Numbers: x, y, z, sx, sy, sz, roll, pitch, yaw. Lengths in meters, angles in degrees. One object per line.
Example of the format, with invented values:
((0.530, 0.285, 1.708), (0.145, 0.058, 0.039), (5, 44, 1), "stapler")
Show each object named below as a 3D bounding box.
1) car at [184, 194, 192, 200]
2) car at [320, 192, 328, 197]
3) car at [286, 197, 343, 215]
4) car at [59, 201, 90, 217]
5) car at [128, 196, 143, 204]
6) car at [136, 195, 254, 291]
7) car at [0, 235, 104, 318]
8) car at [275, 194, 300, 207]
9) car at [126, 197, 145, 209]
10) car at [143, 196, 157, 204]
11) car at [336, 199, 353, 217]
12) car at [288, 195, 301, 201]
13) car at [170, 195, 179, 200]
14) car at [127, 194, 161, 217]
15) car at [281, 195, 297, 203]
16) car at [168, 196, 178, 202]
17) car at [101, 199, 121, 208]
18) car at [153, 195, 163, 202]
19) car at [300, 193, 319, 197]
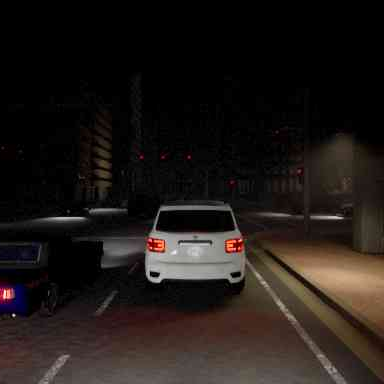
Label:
((-0.962, 1.303, 85.852), (1.882, 1.535, 5.008), (0, 0, 0), "car")
((30.174, 1.153, 79.723), (1.932, 1.855, 4.605), (0, 0, 0), "car")
((12.305, 1.505, 32.918), (4.892, 1.490, 1.837), (0, 0, 0), "car")
((-11.087, 1.564, 31.563), (1.994, 1.385, 4.181), (0, 0, -3), "car")
((-11.393, 1.547, 67.124), (2.033, 1.411, 5.357), (0, 0, 0), "car")
((0.096, 1.221, 9.126), (2.150, 2.045, 5.566), (0, 0, 1), "car")
((-3.417, 1.601, 7.376), (1.895, 1.301, 4.718), (0, 0, 1), "car")
((13.251, 1.153, 47.147), (1.932, 1.855, 4.605), (0, 0, 0), "car")
((-7.894, 1.477, 46.853), (1.882, 1.535, 5.008), (0, 0, 0), "car")
((-7.917, 1.477, 63.250), (1.882, 1.535, 5.008), (0, 0, 0), "car")
((15.459, 1.564, 29.382), (4.181, 1.385, 1.994), (0, 0, 1), "car")
((24.596, 1.395, 79.670), (1.970, 1.475, 3.806), (0, 0, 0), "car")
((-4.462, 1.378, 85.837), (1.994, 1.385, 4.181), (0, 0, 0), "car")
((-3.687, 1.220, 29.778), (2.150, 2.045, 5.566), (-1, 1, -43), "car")
((18.839, 1.395, 64.564), (1.970, 1.475, 3.806), (0, 0, 0), "car")
((-4.428, 1.550, 77.684), (1.994, 1.385, 4.181), (0, 0, 0), "car")
((-11.394, 1.600, 47.011), (1.895, 1.301, 4.718), (0, 0, 0), "car")
((-7.931, 1.488, 78.516), (1.837, 1.490, 4.892), (0, 0, 0), "car")
((16.145, 1.156, 47.095), (1.905, 1.878, 3.866), (0, 0, 0), "car")
